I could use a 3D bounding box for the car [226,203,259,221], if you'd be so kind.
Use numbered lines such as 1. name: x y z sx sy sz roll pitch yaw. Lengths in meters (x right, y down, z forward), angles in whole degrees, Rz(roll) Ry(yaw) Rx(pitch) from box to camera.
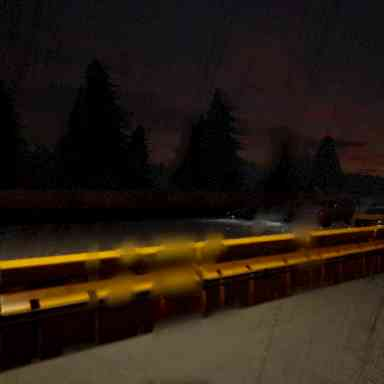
1. car: 5.519 1.715 29.681 5.357 1.411 2.033 1 0 -39

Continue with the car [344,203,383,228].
1. car: 12.254 1.693 21.681 5.008 1.535 1.882 1 0 -39

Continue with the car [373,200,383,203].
1. car: 32.938 2.084 58.541 2.128 1.511 4.902 1 0 36

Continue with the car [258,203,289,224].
1. car: 7.754 1.748 27.052 4.181 1.385 1.994 1 0 -39

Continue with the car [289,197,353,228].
1. car: 9.801 1.420 24.185 5.566 2.045 2.150 1 0 -39
